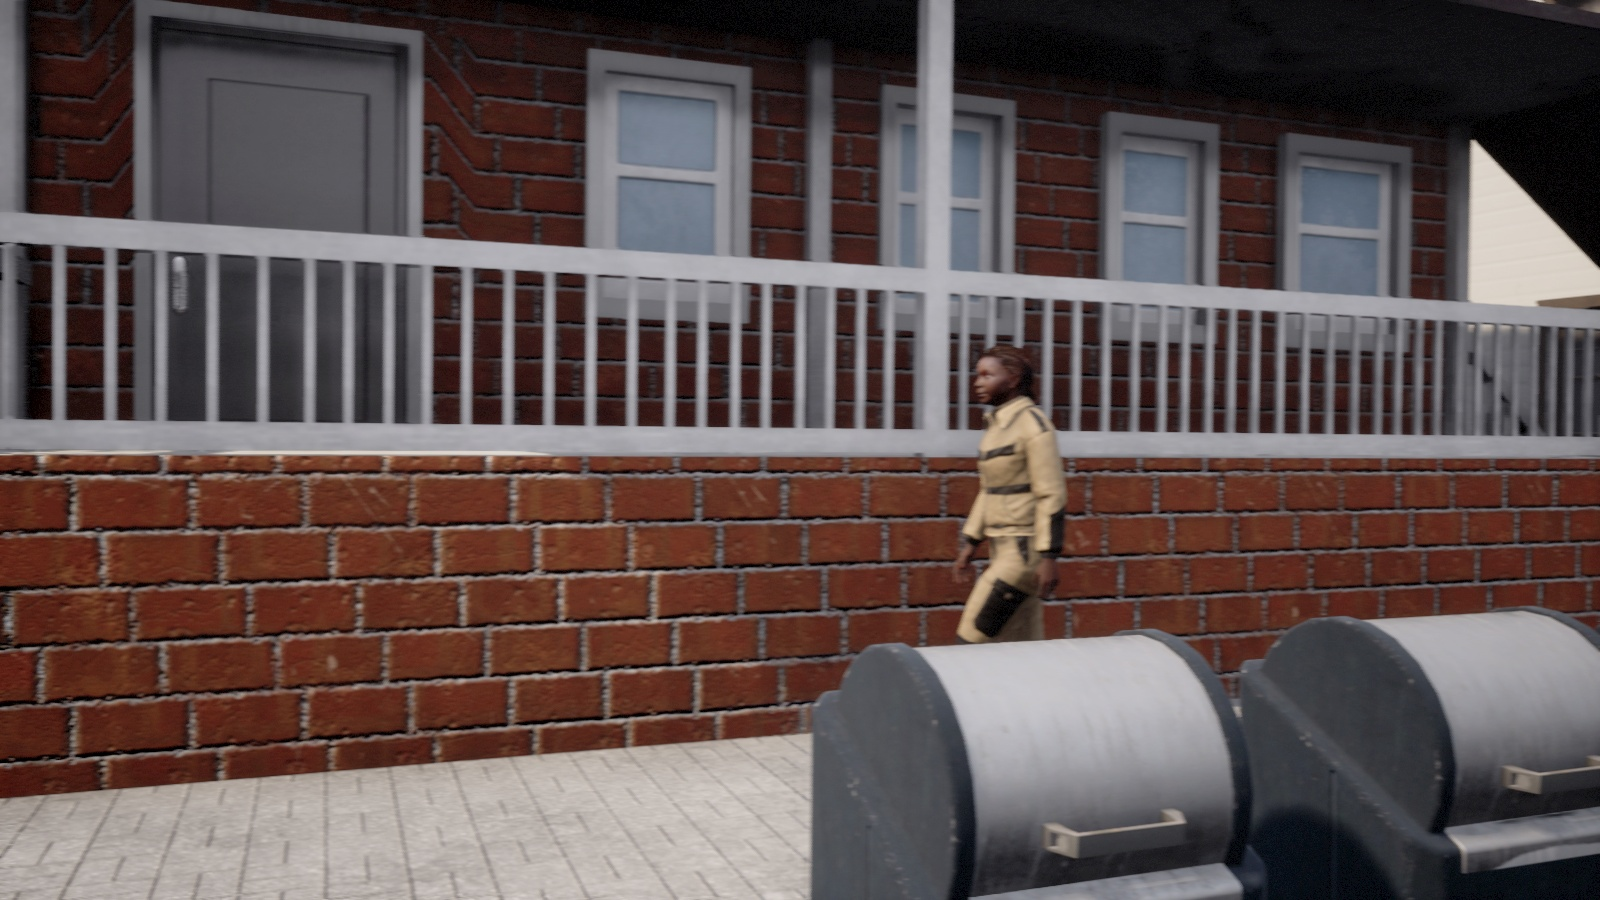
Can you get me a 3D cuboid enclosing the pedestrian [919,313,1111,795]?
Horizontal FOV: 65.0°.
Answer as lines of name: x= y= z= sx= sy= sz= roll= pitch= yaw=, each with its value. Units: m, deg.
pedestrian: x=0.891 y=0.412 z=5.271 sx=0.692 sy=1.930 sz=0.396 roll=-1 pitch=1 yaw=-8
